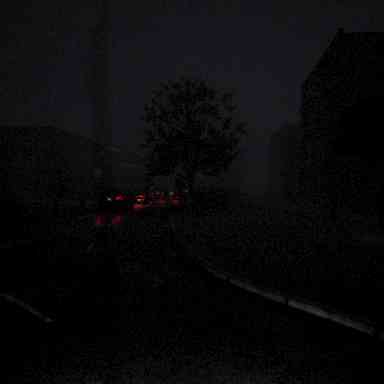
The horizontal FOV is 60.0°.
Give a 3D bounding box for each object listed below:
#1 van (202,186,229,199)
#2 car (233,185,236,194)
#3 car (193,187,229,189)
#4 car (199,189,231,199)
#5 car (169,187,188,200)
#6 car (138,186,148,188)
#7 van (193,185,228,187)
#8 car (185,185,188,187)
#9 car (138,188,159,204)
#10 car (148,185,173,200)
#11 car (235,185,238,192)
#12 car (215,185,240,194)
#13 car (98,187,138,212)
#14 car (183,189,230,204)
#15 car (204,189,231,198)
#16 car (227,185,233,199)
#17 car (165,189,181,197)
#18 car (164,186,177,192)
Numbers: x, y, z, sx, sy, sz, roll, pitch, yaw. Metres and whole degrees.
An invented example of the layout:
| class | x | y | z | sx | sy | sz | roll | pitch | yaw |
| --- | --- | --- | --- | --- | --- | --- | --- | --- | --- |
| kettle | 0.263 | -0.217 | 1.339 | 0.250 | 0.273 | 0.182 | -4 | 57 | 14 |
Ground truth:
| class | x | y | z | sx | sy | sz | roll | pitch | yaw |
| --- | --- | --- | --- | --- | --- | --- | --- | --- | --- |
| van | 4.012 | 0.115 | 56.496 | 4.442 | 1.987 | 1.878 | 1 | 2 | 9 |
| car | 6.266 | -0.059 | 69.959 | 4.892 | 1.521 | 2.231 | 1 | 2 | 12 |
| car | 2.197 | 0.570 | 43.070 | 4.553 | 1.767 | 2.185 | 1 | 2 | 7 |
| car | 4.130 | 0.252 | 59.249 | 5.366 | 1.575 | 1.946 | 1 | 2 | 9 |
| car | -1.751 | 0.420 | 50.651 | 1.837 | 1.490 | 4.892 | 1 | 2 | 8 |
| car | -10.869 | -0.352 | 68.768 | 2.097 | 1.535 | 5.008 | 1 | 2 | 11 |
| van | 2.380 | 0.397 | 45.821 | 4.442 | 1.987 | 1.878 | 1 | 2 | 7 |
| car | -0.256 | -0.149 | 60.925 | 2.150 | 2.045 | 5.566 | 1 | 2 | 10 |
| car | -5.855 | 0.603 | 40.809 | 1.837 | 1.490 | 4.892 | 1 | 2 | 7 |
| car | -4.759 | 0.198 | 50.755 | 2.097 | 1.767 | 4.553 | 1 | 2 | 8 |
| car | 7.415 | -0.201 | 75.426 | 4.792 | 1.488 | 2.163 | 1 | 2 | 13 |
| car | 8.689 | -0.629 | 80.732 | 5.566 | 2.045 | 2.435 | 2 | 2 | 14 |
| car | -6.573 | 0.599 | 29.217 | 2.150 | 2.045 | 5.566 | 1 | 1 | 1 |
| car | 1.829 | 0.763 | 40.344 | 4.892 | 1.521 | 2.231 | 1 | 2 | 7 |
| car | 4.763 | 0.222 | 61.910 | 4.674 | 1.452 | 2.002 | 1 | 2 | 10 |
| car | 2.846 | 0.306 | 48.529 | 5.566 | 2.045 | 2.435 | 1 | 2 | 7 |
| car | -3.365 | 0.180 | 60.582 | 1.895 | 1.301 | 4.718 | 1 | 2 | 10 |
| car | -5.808 | -0.879 | 90.331 | 2.002 | 1.452 | 4.674 | 1 | 1 | 16 |
